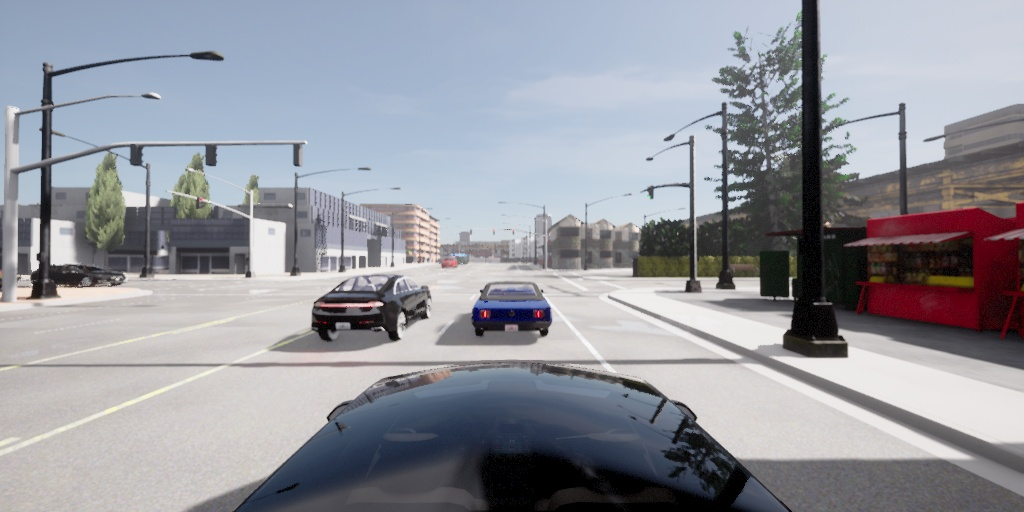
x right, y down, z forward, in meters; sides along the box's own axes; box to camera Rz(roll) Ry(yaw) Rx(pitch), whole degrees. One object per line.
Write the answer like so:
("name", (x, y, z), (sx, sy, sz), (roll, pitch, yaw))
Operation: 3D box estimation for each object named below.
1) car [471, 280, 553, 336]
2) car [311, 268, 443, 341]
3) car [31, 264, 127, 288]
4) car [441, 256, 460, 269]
("car", (-0.012, 1.347, 10.337), (1.895, 1.301, 4.718), (0, 0, 0))
("car", (-3.512, 1.240, 9.858), (2.128, 1.511, 4.902), (0, 0, 0))
("car", (-28.354, 1.297, 23.555), (4.892, 1.490, 1.837), (0, -1, 0))
("car", (-11.177, 1.231, 64.206), (2.150, 2.045, 5.566), (0, 1, 0))
